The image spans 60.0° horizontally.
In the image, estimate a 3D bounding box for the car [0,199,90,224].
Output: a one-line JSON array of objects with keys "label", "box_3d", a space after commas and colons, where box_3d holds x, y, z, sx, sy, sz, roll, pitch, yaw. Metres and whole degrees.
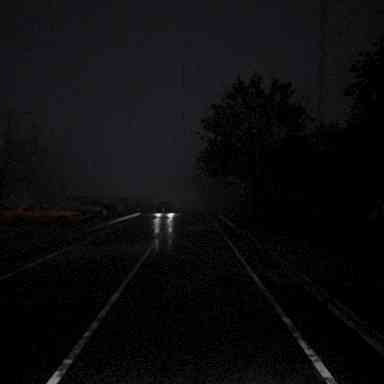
[{"label": "car", "box_3d": [-10.130, 1.473, 22.789, 5.366, 1.575, 1.946, 0, -1, 0]}]

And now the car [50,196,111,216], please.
[{"label": "car", "box_3d": [-10.335, 1.478, 31.108, 4.553, 1.767, 2.185, 0, -1, 0]}]

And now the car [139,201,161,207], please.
[{"label": "car", "box_3d": [-10.226, 2.974, 81.033, 4.892, 1.521, 2.231, 0, -2, 0]}]

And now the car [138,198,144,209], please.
[{"label": "car", "box_3d": [-10.246, 2.037, 50.528, 4.792, 1.488, 2.163, 0, -1, 0]}]

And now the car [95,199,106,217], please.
[{"label": "car", "box_3d": [-10.314, 1.553, 28.330, 5.008, 1.535, 2.097, 0, -1, 0]}]

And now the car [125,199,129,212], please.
[{"label": "car", "box_3d": [-10.294, 1.815, 39.427, 4.674, 1.452, 2.002, 0, -1, 0]}]

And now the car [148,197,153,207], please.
[{"label": "car", "box_3d": [-10.288, 2.003, 61.622, 5.566, 2.045, 2.435, 0, -2, 0]}]

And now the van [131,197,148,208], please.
[{"label": "van", "box_3d": [-10.151, 1.898, 56.086, 4.442, 1.987, 1.878, 0, -1, 0]}]

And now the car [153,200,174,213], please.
[{"label": "car", "box_3d": [-3.305, 1.823, 40.884, 1.837, 1.490, 4.892, 0, -1, 0]}]

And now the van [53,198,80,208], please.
[{"label": "van", "box_3d": [-23.223, 2.030, 61.657, 4.442, 1.987, 1.878, 0, -2, 0]}]

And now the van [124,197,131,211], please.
[{"label": "van", "box_3d": [-10.404, 1.607, 42.208, 4.442, 1.987, 1.878, 0, -1, 0]}]

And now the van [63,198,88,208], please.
[{"label": "van", "box_3d": [-23.448, 2.235, 67.202, 4.442, 1.987, 1.878, 0, -2, 0]}]

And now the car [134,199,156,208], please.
[{"label": "car", "box_3d": [-10.212, 2.539, 72.715, 4.553, 1.767, 2.185, 0, -2, 0]}]

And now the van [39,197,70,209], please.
[{"label": "van", "box_3d": [-23.230, 1.901, 56.267, 4.442, 1.987, 1.878, 0, -1, 0]}]

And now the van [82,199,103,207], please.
[{"label": "van", "box_3d": [-23.432, 2.645, 78.275, 4.442, 1.987, 1.878, 0, -2, 0]}]

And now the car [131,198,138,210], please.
[{"label": "car", "box_3d": [-10.289, 1.891, 44.979, 5.008, 1.535, 2.097, 0, -1, 0]}]

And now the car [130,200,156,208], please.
[{"label": "car", "box_3d": [-10.242, 2.562, 69.935, 5.008, 1.535, 2.097, 0, -2, 0]}]

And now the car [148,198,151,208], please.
[{"label": "car", "box_3d": [-10.293, 2.211, 58.863, 4.792, 1.488, 2.163, 0, -2, 0]}]

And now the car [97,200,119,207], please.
[{"label": "car", "box_3d": [-23.267, 3.136, 92.243, 5.566, 2.045, 2.435, 0, -2, 0]}]

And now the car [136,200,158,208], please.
[{"label": "car", "box_3d": [-10.209, 2.642, 75.489, 4.553, 1.767, 2.185, 0, -2, 0]}]

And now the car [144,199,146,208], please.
[{"label": "car", "box_3d": [-10.274, 2.105, 53.305, 4.674, 1.452, 2.002, 0, -1, 0]}]

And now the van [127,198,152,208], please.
[{"label": "van", "box_3d": [-10.139, 2.131, 64.395, 4.442, 1.987, 1.878, 0, -2, 0]}]

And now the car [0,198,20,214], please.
[{"label": "car", "box_3d": [-23.340, 1.654, 39.647, 4.553, 1.767, 2.185, 0, -1, 0]}]

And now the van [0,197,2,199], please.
[{"label": "van", "box_3d": [-23.492, 1.496, 36.881, 4.442, 1.987, 1.878, 0, -1, 0]}]

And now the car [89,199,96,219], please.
[{"label": "car", "box_3d": [-10.317, 1.512, 25.558, 4.892, 1.521, 2.231, 0, -1, 0]}]

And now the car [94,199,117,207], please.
[{"label": "car", "box_3d": [-23.271, 3.034, 89.475, 5.566, 2.045, 2.435, 0, -2, 0]}]

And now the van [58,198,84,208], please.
[{"label": "van", "box_3d": [-23.452, 2.137, 64.558, 4.442, 1.987, 1.878, 0, -2, 0]}]

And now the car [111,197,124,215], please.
[{"label": "car", "box_3d": [-10.271, 1.408, 33.882, 5.566, 2.045, 2.435, 0, -1, 0]}]

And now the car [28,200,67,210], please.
[{"label": "car", "box_3d": [-23.167, 2.066, 53.495, 5.366, 1.575, 1.946, 0, -1, 0]}]

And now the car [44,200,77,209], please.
[{"label": "car", "box_3d": [-23.348, 2.185, 59.032, 5.008, 1.535, 2.097, 0, -1, 0]}]
